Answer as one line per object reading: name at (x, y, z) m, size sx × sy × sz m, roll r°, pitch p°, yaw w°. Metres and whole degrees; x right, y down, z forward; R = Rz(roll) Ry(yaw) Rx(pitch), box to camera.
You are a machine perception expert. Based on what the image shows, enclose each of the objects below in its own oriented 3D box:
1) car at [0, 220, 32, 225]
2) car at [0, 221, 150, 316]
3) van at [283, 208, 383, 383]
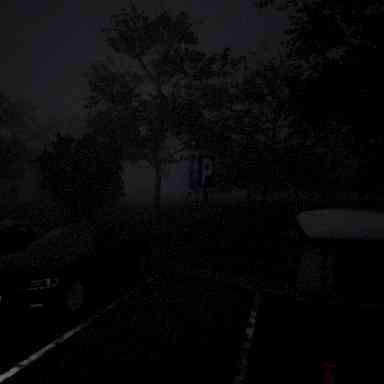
car at (-5.077, 1.551, 9.634) m, size 2.097 × 1.535 × 5.008 m, roll 0°, pitch -1°, yaw 15°
car at (-2.623, 1.531, 7.947) m, size 2.097 × 1.535 × 5.008 m, roll 0°, pitch -1°, yaw 15°
van at (2.253, 1.266, 4.640) m, size 1.878 × 1.987 × 4.442 m, roll 0°, pitch -1°, yaw 15°
